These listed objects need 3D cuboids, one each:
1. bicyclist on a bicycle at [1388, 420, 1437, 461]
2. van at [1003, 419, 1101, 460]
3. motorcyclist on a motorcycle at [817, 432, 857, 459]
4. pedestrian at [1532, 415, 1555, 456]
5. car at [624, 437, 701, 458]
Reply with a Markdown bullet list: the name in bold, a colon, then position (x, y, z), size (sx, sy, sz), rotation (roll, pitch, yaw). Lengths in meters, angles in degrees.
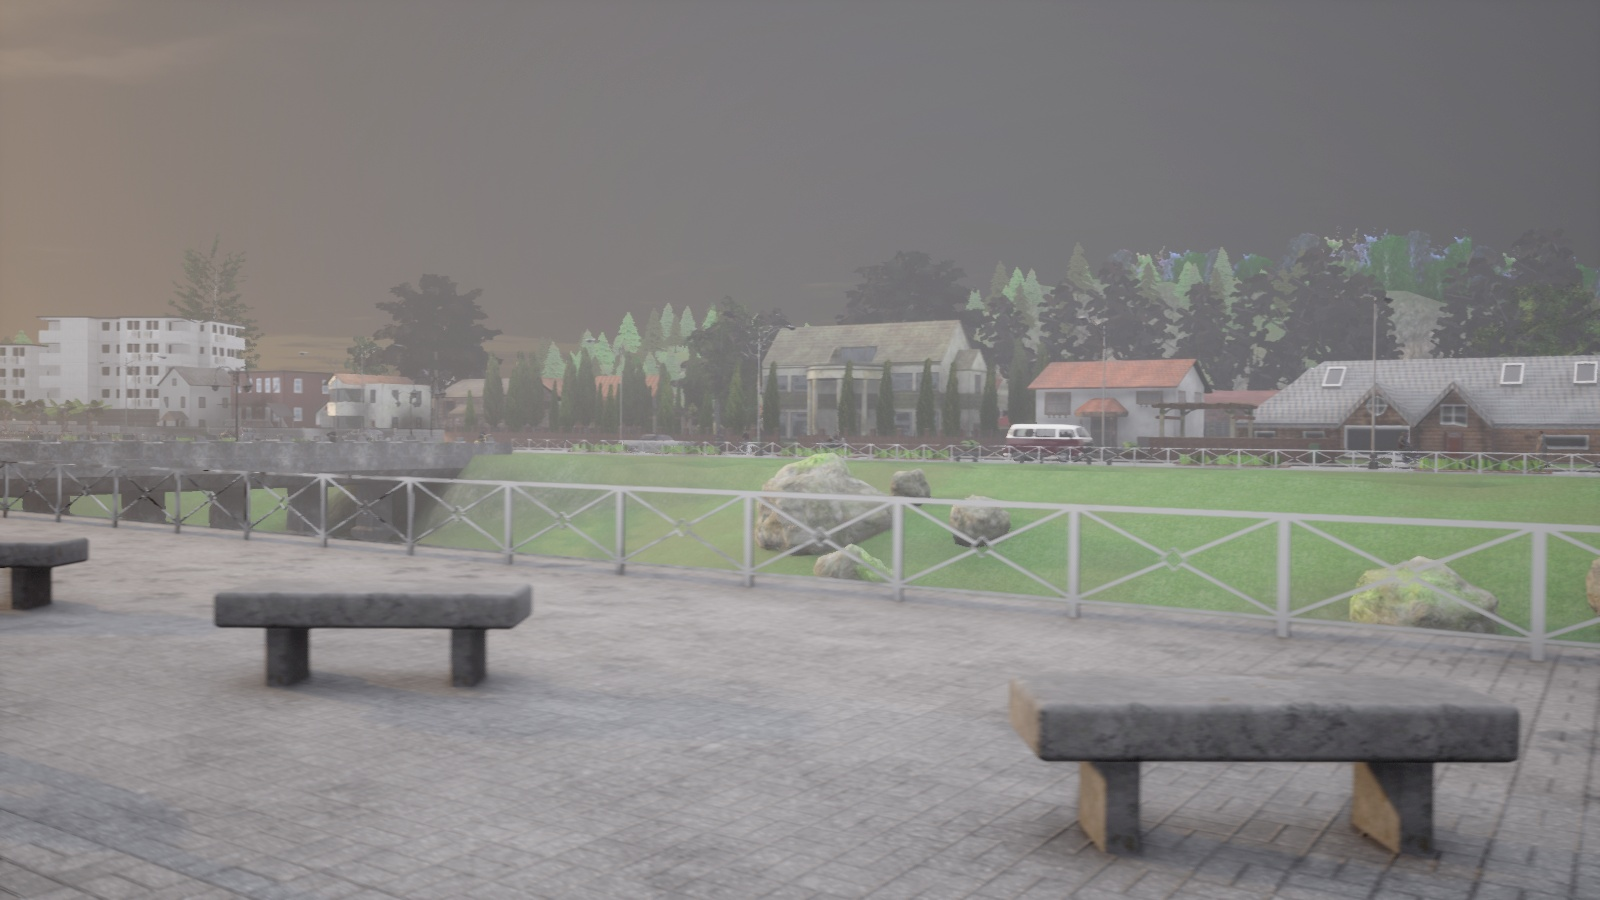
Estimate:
- **bicyclist on a bicycle**: position (27.049, -0.400, 55.467), size (1.843, 1.776, 0.659), rotation (0, 1, 34)
- **van**: position (13.003, -0.547, 64.800), size (4.480, 2.038, 2.069), rotation (0, 1, 34)
- **motorcyclist on a motorcycle**: position (2.121, -0.236, 72.039), size (2.191, 1.530, 0.866), rotation (0, 1, 34)
- **pedestrian**: position (35.547, -0.700, 60.051), size (0.873, 1.952, 0.659), rotation (0, 1, 35)
- **car**: position (-8.685, -0.171, 79.223), size (4.718, 1.301, 1.895), rotation (0, 1, 34)
